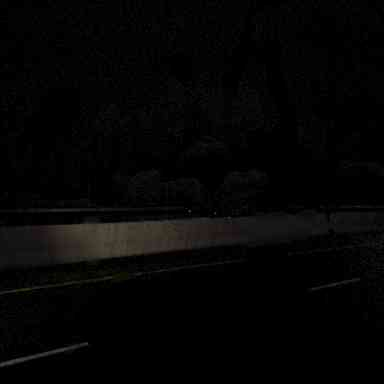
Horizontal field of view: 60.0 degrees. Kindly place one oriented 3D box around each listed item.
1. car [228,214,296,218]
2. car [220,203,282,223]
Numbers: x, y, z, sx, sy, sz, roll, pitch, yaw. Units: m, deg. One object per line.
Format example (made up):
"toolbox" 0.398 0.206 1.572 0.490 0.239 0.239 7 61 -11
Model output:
"car" 5.120 1.731 23.773 5.357 1.411 2.033 1 0 -30
"car" 4.909 1.678 27.661 5.008 1.535 1.882 1 0 -30
